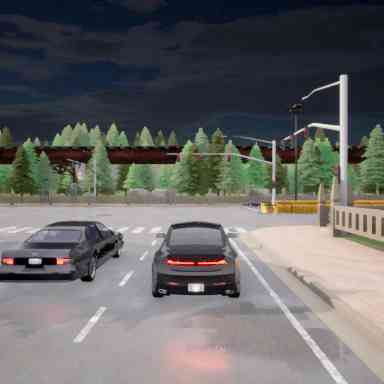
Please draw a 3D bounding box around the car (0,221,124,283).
[{"bbox_3d":[-3.383,1.547,9.709,2.033,1.411,5.357,0,0,0],"label":"car"}]

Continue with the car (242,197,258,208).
[{"bbox_3d":[9.646,1.492,47.490,4.902,1.511,2.128,0,0,1],"label":"car"}]

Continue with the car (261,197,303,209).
[{"bbox_3d":[11.821,1.492,43.970,4.902,1.511,2.128,0,0,1],"label":"car"}]

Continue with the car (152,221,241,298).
[{"bbox_3d":[0.103,1.505,8.519,1.837,1.490,4.892,0,0,1],"label":"car"}]

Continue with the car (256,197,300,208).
[{"bbox_3d":[10.635,1.601,40.480,4.718,1.301,1.895,0,0,1],"label":"car"}]
